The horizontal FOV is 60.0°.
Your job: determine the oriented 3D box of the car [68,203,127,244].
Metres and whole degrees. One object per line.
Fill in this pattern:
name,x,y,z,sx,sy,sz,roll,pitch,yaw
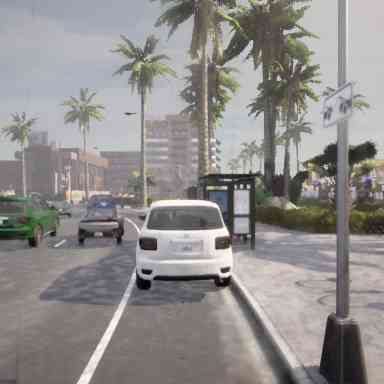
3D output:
car,-4.199,1.490,15.813,2.128,1.511,4.902,0,0,-10

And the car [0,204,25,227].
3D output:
car,-13.279,1.591,23.527,1.895,1.301,4.718,0,0,-17

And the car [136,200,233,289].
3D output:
car,-0.340,1.219,9.382,2.150,2.045,5.566,0,0,-5

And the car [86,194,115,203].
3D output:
car,-8.514,1.211,30.995,2.150,2.045,5.566,0,0,-22

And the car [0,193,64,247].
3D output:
car,-7.592,1.212,14.953,2.150,2.045,5.566,0,0,-10

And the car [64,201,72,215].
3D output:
car,-11.760,1.539,29.683,2.033,1.411,5.357,0,0,-22

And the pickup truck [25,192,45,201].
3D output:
pickup truck,-39.879,1.062,84.673,2.390,2.098,6.274,0,0,-1
